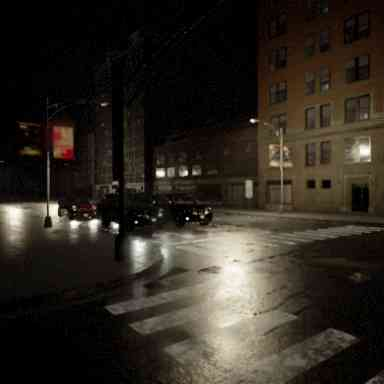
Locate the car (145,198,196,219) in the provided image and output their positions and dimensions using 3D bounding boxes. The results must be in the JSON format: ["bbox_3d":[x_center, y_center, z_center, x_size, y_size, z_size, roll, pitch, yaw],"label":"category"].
[{"bbox_3d":[-1.960,1.353,28.839,2.128,1.511,4.902,0,0,-36],"label":"car"}]

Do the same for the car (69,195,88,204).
[{"bbox_3d":[-20.369,1.370,59.440,1.837,1.490,4.892,0,0,-36],"label":"car"}]

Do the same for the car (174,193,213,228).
[{"bbox_3d":[-1.011,1.102,21.716,2.150,2.045,5.566,0,0,-36],"label":"car"}]

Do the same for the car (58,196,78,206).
[{"bbox_3d":[-20.009,1.446,53.460,1.994,1.385,4.181,0,0,-37],"label":"car"}]

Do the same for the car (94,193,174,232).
[{"bbox_3d":[-3.638,1.124,19.806,2.150,2.045,5.566,0,0,-36],"label":"car"}]

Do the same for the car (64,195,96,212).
[{"bbox_3d":[-12.763,1.245,37.759,2.097,1.767,4.553,0,0,-37],"label":"car"}]

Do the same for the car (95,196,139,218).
[{"bbox_3d":[-6.721,1.238,29.516,2.097,1.767,4.553,0,0,-36],"label":"car"}]

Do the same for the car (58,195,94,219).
[{"bbox_3d":[-9.711,1.260,28.098,2.097,1.767,4.553,0,0,-36],"label":"car"}]
